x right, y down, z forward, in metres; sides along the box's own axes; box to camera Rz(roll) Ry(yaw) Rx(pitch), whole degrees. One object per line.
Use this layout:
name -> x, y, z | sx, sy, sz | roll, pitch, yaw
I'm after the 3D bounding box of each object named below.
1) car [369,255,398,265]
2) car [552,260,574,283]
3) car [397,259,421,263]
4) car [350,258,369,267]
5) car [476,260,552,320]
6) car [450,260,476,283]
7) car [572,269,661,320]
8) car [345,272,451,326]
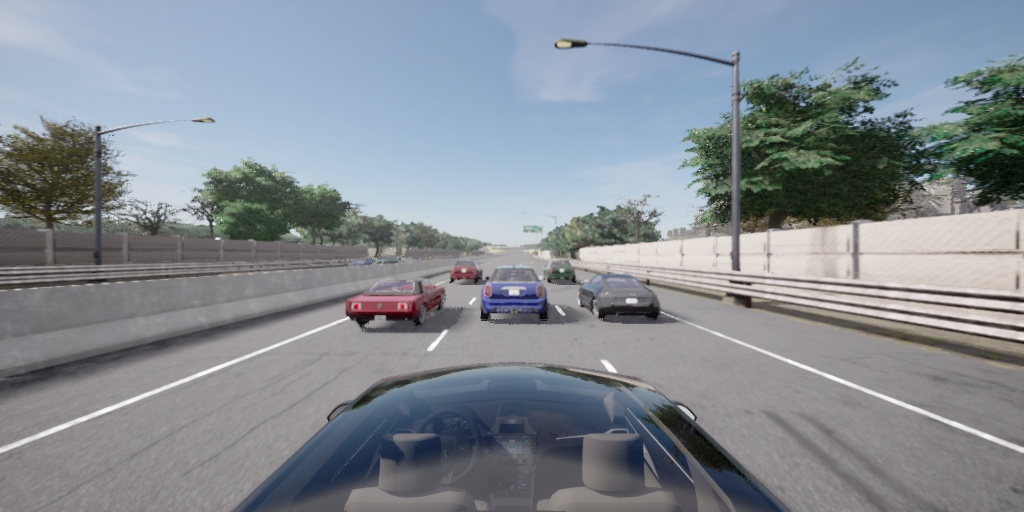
car -> -17.561, 0.887, 50.284 | 2.150, 2.045, 5.566 | 0, 0, 0
car -> 3.579, 1.073, 27.726 | 2.097, 1.767, 4.553 | 0, 0, 0
car -> -14.062, 1.142, 50.407 | 1.882, 1.535, 5.008 | 0, 0, 0
car -> -21.055, 1.017, 50.613 | 2.097, 1.767, 4.553 | 0, 0, 0
car -> 0.074, 1.093, 12.742 | 2.097, 1.767, 4.553 | 0, 0, 0
car -> -3.421, 1.074, 27.720 | 2.097, 1.767, 4.553 | 0, 0, 0
car -> 3.572, 1.304, 12.664 | 1.994, 1.385, 4.181 | 0, 0, 0
car -> -3.433, 1.344, 11.622 | 1.895, 1.301, 4.718 | 0, 0, 0
